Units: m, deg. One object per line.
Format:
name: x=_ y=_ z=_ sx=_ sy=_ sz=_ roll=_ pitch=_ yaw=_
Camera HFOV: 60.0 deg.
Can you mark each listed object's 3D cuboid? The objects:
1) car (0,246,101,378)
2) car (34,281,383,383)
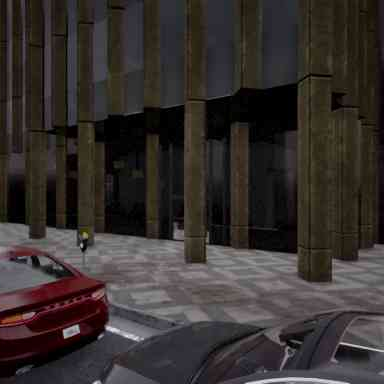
car: x=-3.264 y=1.544 z=5.309 sx=4.507 sy=1.381 sz=1.887 roll=0 pitch=0 yaw=36
car: x=1.155 y=1.551 z=2.139 sx=4.403 sy=1.369 sz=2.008 roll=0 pitch=0 yaw=36
